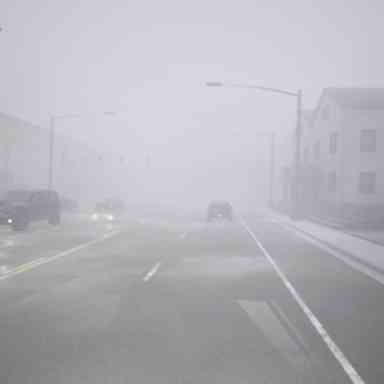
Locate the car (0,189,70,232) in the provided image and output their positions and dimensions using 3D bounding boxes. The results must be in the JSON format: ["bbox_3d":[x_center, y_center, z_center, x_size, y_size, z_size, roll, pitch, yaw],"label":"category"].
[{"bbox_3d":[-9.134,0.874,18.077,2.150,2.045,5.566,2,0,5],"label":"car"}]

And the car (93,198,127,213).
[{"bbox_3d":[-7.872,1.228,32.278,1.895,1.301,4.718,2,0,5],"label":"car"}]

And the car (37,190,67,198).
[{"bbox_3d":[-27.010,0.390,64.389,2.038,1.542,4.974,2,0,34],"label":"car"}]

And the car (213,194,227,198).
[{"bbox_3d":[5.109,1.236,60.405,2.097,1.767,4.553,2,1,16],"label":"car"}]

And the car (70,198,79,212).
[{"bbox_3d":[-11.691,1.079,28.938,2.033,1.411,5.357,2,0,5],"label":"car"}]

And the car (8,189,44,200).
[{"bbox_3d":[-27.087,0.431,54.383,4.974,1.542,2.038,1,0,-41],"label":"car"}]

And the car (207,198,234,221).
[{"bbox_3d":[2.240,1.458,26.583,1.837,1.490,4.892,2,0,5],"label":"car"}]

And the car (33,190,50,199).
[{"bbox_3d":[-26.694,0.423,58.974,2.038,1.542,4.974,1,0,-31],"label":"car"}]
